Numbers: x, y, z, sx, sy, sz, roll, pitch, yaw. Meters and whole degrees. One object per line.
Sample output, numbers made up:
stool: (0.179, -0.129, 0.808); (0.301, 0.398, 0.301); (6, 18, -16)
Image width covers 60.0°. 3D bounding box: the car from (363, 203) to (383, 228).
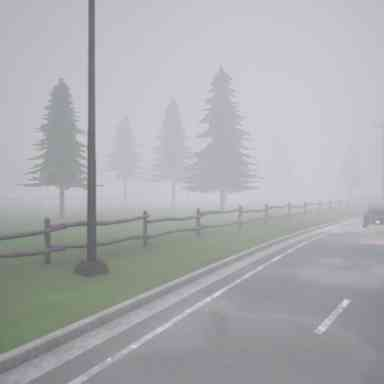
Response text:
car: (12.431, 1.506, 21.565); (1.837, 1.490, 4.892); (0, 0, 37)
